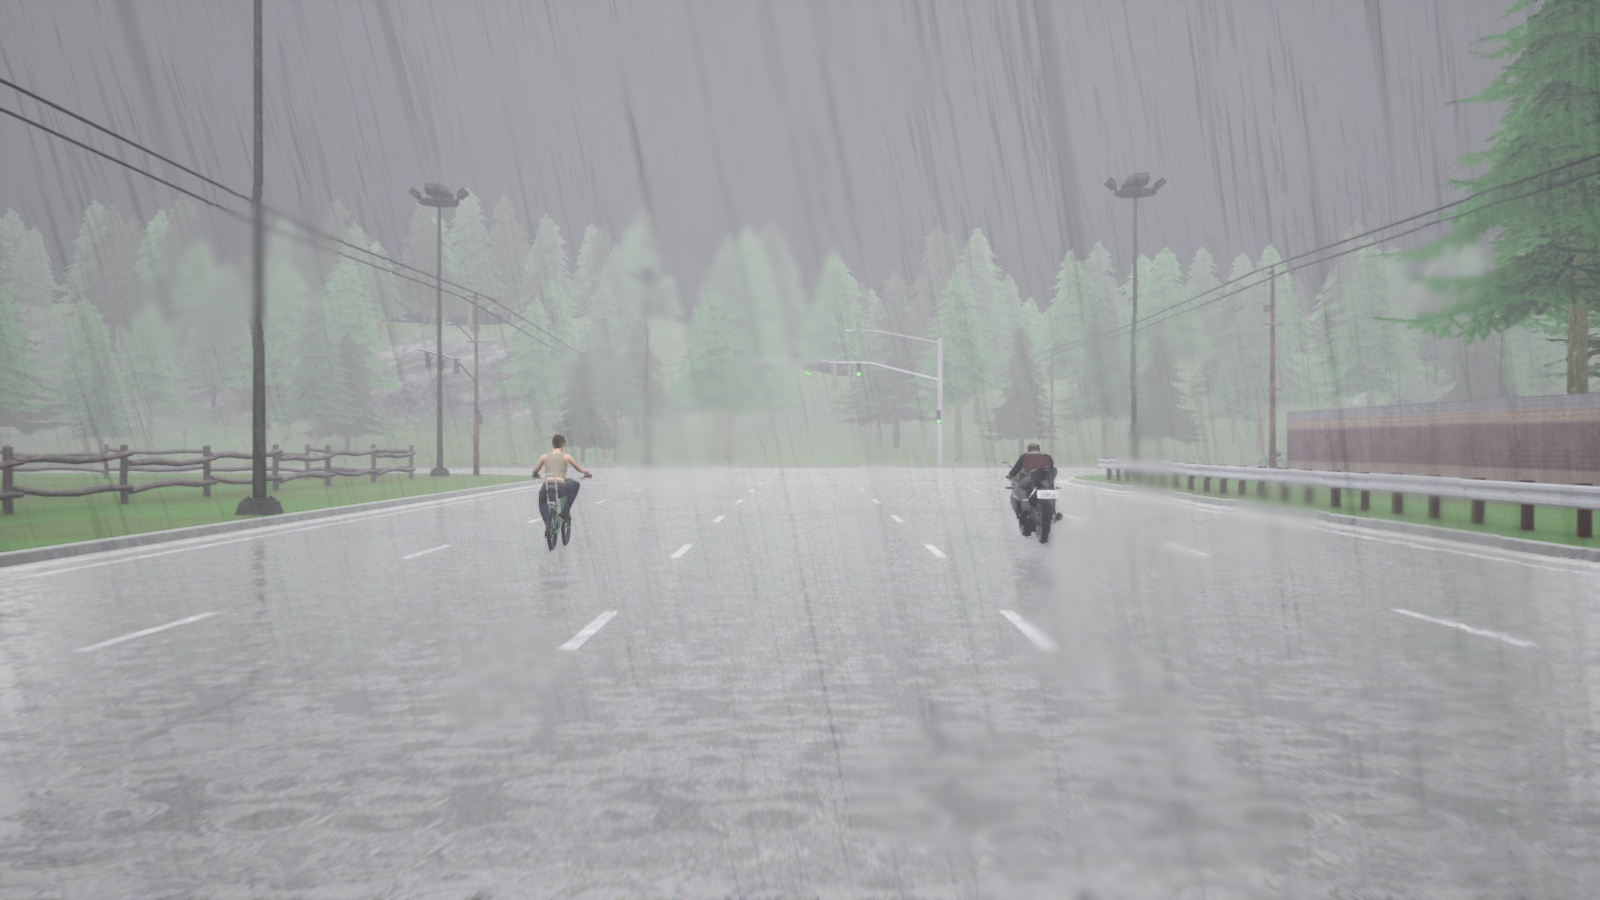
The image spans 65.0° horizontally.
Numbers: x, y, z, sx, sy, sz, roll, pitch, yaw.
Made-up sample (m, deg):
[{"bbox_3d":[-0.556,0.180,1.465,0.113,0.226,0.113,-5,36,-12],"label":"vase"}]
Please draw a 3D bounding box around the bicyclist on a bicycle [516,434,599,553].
[{"bbox_3d":[-3.389,0.581,17.668,0.866,1.612,1.509,0,0,1],"label":"bicyclist on a bicycle"}]

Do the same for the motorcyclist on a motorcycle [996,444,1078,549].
[{"bbox_3d":[3.626,0.675,19.432,0.866,1.530,2.191,0,0,0],"label":"motorcyclist on a motorcycle"}]
